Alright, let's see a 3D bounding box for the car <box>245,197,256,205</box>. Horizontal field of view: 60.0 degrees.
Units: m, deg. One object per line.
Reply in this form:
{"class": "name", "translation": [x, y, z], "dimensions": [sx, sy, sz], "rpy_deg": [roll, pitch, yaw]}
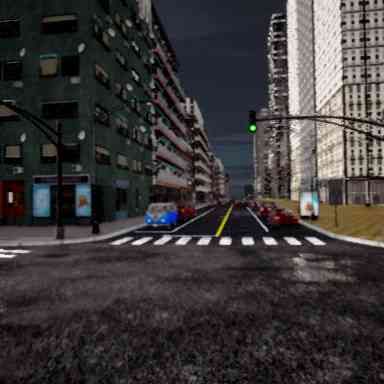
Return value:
{"class": "car", "translation": [13.632, 2.099, 77.508], "dimensions": [2.192, 1.841, 5.009], "rpy_deg": [-1, -1, 8]}

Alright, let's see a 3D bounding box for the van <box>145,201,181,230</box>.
{"class": "van", "translation": [-2.128, 1.684, 23.869], "dimensions": [1.690, 1.788, 3.998], "rpy_deg": [-1, -1, 8]}

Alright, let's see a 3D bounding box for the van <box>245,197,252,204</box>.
{"class": "van", "translation": [15.869, 2.314, 93.938], "dimensions": [1.690, 1.788, 3.998], "rpy_deg": [-1, -1, 8]}

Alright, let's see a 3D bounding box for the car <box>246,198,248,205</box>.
{"class": "car", "translation": [11.397, 2.150, 61.075], "dimensions": [2.008, 1.369, 4.403], "rpy_deg": [-1, -1, 8]}

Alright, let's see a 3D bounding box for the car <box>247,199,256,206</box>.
{"class": "car", "translation": [12.889, 2.304, 72.027], "dimensions": [1.802, 1.307, 4.206], "rpy_deg": [-1, -1, 8]}

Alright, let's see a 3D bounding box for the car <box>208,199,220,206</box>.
{"class": "car", "translation": [4.585, 2.319, 73.159], "dimensions": [1.967, 1.590, 4.097], "rpy_deg": [-1, -1, 8]}

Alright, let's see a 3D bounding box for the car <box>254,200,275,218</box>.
{"class": "car", "translation": [7.668, 1.742, 33.692], "dimensions": [1.967, 1.590, 4.097], "rpy_deg": [-1, -1, 8]}

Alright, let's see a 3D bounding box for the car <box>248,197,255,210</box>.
{"class": "car", "translation": [9.904, 1.918, 50.122], "dimensions": [1.967, 1.590, 4.097], "rpy_deg": [-1, -1, 8]}

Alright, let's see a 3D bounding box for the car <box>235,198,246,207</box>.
{"class": "car", "translation": [9.177, 2.278, 64.008], "dimensions": [1.895, 1.301, 4.718], "rpy_deg": [-1, -1, 8]}

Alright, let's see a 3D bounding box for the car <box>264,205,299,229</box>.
{"class": "car", "translation": [6.177, 1.768, 22.737], "dimensions": [1.802, 1.307, 4.206], "rpy_deg": [-1, -1, 8]}

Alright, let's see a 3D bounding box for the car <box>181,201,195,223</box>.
{"class": "car", "translation": [-1.382, 1.715, 29.347], "dimensions": [2.192, 1.841, 5.009], "rpy_deg": [-1, -1, 8]}
